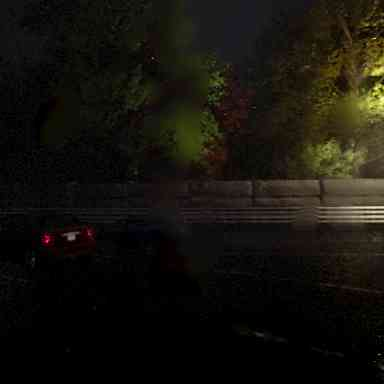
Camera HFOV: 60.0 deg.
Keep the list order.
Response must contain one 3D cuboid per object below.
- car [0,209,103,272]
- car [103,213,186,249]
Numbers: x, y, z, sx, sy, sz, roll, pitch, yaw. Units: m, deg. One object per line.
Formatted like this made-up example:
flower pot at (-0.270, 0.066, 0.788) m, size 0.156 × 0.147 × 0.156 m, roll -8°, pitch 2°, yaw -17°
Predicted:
car at (-5.520, 1.449, 11.262) m, size 4.553 × 1.767 × 2.097 m, roll -1°, pitch 0°, yaw 30°
car at (-2.358, 1.641, 14.593) m, size 4.181 × 1.385 × 1.994 m, roll -1°, pitch 0°, yaw 9°
